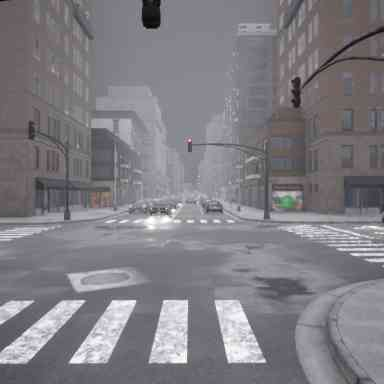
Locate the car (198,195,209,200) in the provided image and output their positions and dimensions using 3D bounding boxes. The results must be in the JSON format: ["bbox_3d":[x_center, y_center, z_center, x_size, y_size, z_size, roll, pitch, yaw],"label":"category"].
[{"bbox_3d":[2.398,1.637,52.711,1.947,1.339,4.313,0,0,0],"label":"car"}]

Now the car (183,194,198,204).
[{"bbox_3d":[-0.217,1.661,63.746,1.994,1.385,4.181,0,0,0],"label":"car"}]

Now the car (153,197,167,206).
[{"bbox_3d":[-5.616,1.634,58.238,2.008,1.369,4.403,0,0,0],"label":"car"}]

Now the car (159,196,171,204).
[{"bbox_3d":[-5.594,1.552,69.260,1.967,1.590,4.097,0,0,0],"label":"car"}]

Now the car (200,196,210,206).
[{"bbox_3d":[2.387,1.641,47.201,1.802,1.307,4.206,0,0,0],"label":"car"}]

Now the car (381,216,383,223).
[{"bbox_3d":[14.200,1.511,20.692,4.181,1.385,1.994,0,0,0],"label":"car"}]

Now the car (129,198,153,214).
[{"bbox_3d":[-5.660,1.480,36.195,1.967,1.590,4.097,0,0,0],"label":"car"}]

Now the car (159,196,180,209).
[{"bbox_3d":[-3.101,1.618,45.308,1.994,1.385,4.181,0,0,0],"label":"car"}]

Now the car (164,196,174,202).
[{"bbox_3d":[-5.572,1.694,80.281,2.008,1.369,4.403,0,0,0],"label":"car"}]

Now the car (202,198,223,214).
[{"bbox_3d":[2.365,1.606,36.178,1.947,1.339,4.313,0,0,0],"label":"car"}]

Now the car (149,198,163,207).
[{"bbox_3d":[-5.627,1.653,52.727,1.802,1.307,4.206,0,0,0],"label":"car"}]

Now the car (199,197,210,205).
[{"bbox_3d":[2.420,1.647,63.733,2.008,1.369,4.403,0,0,0],"label":"car"}]

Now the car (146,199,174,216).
[{"bbox_3d":[-3.128,1.637,33.558,1.895,1.301,4.718,0,0,0],"label":"car"}]

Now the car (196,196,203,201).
[{"bbox_3d":[2.063,1.698,90.147,1.812,1.442,4.674,0,0,0],"label":"car"}]

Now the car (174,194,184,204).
[{"bbox_3d":[-2.971,1.670,66.911,1.994,1.385,4.181,0,0,0],"label":"car"}]

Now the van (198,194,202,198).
[{"bbox_3d":[2.409,1.424,58.222,1.690,1.788,3.998,0,0,0],"label":"van"}]
